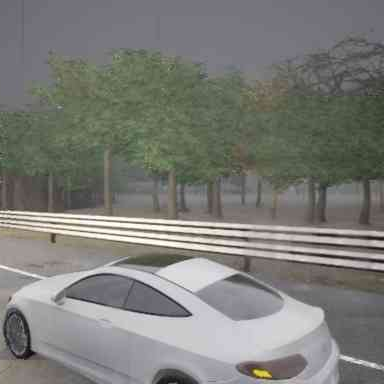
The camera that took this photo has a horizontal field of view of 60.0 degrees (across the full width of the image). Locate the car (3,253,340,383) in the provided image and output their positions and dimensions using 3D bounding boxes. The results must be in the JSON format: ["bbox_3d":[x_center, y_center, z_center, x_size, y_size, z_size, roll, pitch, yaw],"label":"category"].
[{"bbox_3d":[-0.617,1.557,4.353,4.674,1.442,1.812,-1,0,36],"label":"car"}]
